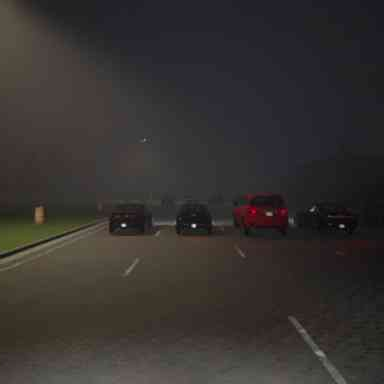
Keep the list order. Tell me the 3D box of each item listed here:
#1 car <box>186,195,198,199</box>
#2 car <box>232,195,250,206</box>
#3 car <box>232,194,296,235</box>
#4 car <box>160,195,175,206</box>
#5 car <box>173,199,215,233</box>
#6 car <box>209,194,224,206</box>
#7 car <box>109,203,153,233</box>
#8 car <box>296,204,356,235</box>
[{"bbox_3d":[-0.002,1.196,48.103,2.128,1.511,4.902,0,0,0],"label":"car"},{"bbox_3d":[6.998,1.210,48.050,1.837,1.490,4.892,0,1,0],"label":"car"},{"bbox_3d":[3.601,1.109,18.174,2.150,2.045,5.566,0,0,0],"label":"car"},{"bbox_3d":[-3.501,1.226,48.570,1.812,1.442,4.674,0,1,0],"label":"car"},{"bbox_3d":[0.100,1.389,18.772,1.837,1.490,4.892,0,0,0],"label":"car"},{"bbox_3d":[3.498,1.054,48.399,2.097,1.767,4.553,0,0,0],"label":"car"},{"bbox_3d":[-3.401,1.387,18.973,1.837,1.490,4.892,0,0,0],"label":"car"},{"bbox_3d":[7.100,1.379,18.154,2.128,1.511,4.902,0,0,0],"label":"car"}]
